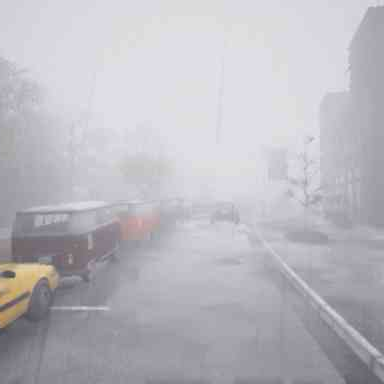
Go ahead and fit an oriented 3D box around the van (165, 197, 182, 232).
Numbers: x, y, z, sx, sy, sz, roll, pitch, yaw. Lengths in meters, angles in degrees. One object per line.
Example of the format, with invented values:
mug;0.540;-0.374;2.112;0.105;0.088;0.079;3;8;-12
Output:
van;-2.102;1.367;20.917;1.878;1.987;4.442;-2;0;7

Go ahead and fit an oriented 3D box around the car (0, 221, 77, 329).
car;-3.590;1.483;4.287;1.946;1.575;5.366;-2;0;3

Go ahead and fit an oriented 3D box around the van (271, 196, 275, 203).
van;18.878;2.080;84.042;1.878;1.987;4.442;-1;-1;25

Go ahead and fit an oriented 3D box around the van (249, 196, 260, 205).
van;11.957;1.896;67.743;1.878;1.987;4.442;-1;0;21

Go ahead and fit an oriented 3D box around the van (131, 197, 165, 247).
van;-2.803;1.323;15.370;1.878;1.987;4.442;-2;0;7

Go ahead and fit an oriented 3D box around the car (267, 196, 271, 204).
car;16.655;2.232;78.808;2.231;1.521;4.892;-1;0;21

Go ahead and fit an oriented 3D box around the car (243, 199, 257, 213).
car;6.717;1.894;42.477;1.994;1.385;4.181;-1;-1;17

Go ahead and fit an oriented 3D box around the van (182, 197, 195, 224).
van;-1.221;1.419;26.427;1.878;1.987;4.442;-2;0;8

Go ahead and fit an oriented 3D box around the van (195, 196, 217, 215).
van;1.203;1.548;37.347;1.878;1.987;4.442;-2;0;13

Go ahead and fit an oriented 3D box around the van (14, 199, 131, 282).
van;-3.314;1.287;9.799;1.878;1.987;4.442;-2;0;2

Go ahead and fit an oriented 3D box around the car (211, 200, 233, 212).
car;4.376;1.948;47.941;2.002;1.452;4.674;-1;0;18

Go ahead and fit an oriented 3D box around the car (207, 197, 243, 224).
car;2.736;1.500;26.257;2.097;1.767;4.553;0;-1;10

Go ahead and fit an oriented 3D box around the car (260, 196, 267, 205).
car;14.501;2.212;73.735;2.163;1.488;4.792;-1;0;21

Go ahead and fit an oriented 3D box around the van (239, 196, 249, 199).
van;8.211;1.801;58.524;1.878;1.987;4.442;-1;0;21
